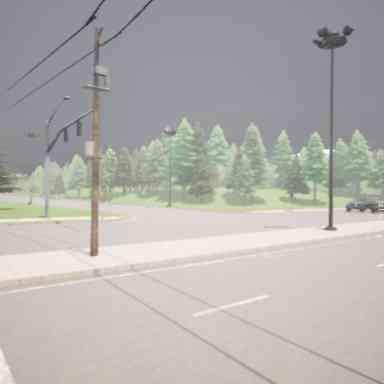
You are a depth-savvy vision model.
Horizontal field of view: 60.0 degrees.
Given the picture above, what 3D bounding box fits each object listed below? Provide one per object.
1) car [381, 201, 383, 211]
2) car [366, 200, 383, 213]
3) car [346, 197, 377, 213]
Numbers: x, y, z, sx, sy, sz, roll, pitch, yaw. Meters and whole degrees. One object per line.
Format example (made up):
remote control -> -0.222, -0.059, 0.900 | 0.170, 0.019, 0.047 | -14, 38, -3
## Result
car -> 30.935, 2.073, 50.766 | 4.892, 1.490, 1.837 | 1, 0, -35
car -> 24.287, 2.055, 41.620 | 4.718, 1.301, 1.895 | 1, 0, -36
car -> 23.173, 1.681, 45.129 | 5.566, 2.045, 2.150 | 1, 0, -36
